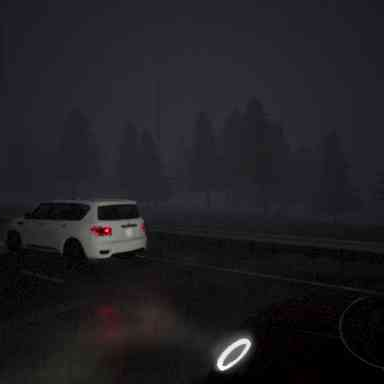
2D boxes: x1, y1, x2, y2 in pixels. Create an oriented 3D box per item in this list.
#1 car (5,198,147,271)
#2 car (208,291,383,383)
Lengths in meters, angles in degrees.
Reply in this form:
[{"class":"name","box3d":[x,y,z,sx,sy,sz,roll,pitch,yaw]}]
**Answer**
[{"class":"car","box3d":[-3.996,1.217,11.117,5.566,2.045,2.150,0,0,35]},{"class":"car","box3d":[2.330,1.350,2.336,4.553,1.767,2.097,0,0,35]}]
